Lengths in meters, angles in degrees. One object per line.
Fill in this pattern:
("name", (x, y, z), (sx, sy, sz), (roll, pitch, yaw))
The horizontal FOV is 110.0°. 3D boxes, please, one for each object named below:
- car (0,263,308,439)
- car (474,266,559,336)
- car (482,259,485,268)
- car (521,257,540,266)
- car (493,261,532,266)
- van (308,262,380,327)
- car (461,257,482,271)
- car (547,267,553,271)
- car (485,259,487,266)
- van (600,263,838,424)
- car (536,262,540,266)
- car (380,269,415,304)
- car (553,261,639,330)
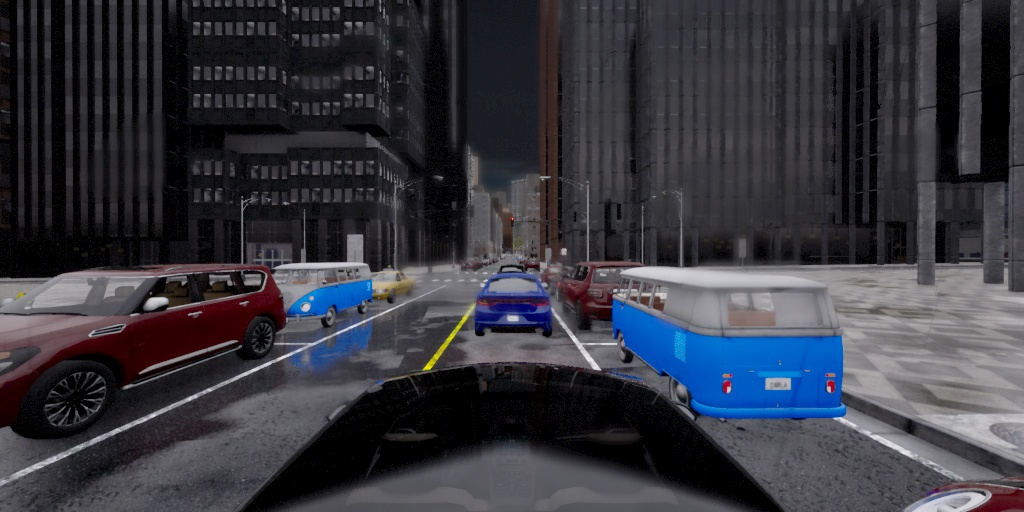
("car", (-5.765, 1.064, 5.584), (2.192, 1.841, 5.009), (0, 0, 0))
("car", (0.058, 1.227, 10.385), (1.882, 1.535, 5.008), (0, 0, 1))
("car", (-5.764, 1.089, 54.840), (2.192, 1.841, 5.009), (0, 0, 0))
("car", (2.762, 1.083, 49.188), (2.192, 1.841, 5.009), (0, 0, 0))
("car", (0.000, 1.256, 20.756), (1.837, 1.490, 4.892), (0, 0, 0))
("van", (-5.765, 1.090, 11.109), (1.690, 1.789, 3.998), (0, 0, 0))
("car", (-5.764, 1.083, 49.197), (2.192, 1.841, 5.009), (0, 0, 0))
("car", (2.764, 1.301, 16.622), (2.007, 1.370, 4.403), (0, 0, 0))
("car", (-5.764, 1.347, 60.483), (1.948, 1.339, 4.313), (0, 0, 0))
("van", (2.766, 1.090, 5.571), (1.690, 1.789, 3.998), (0, 0, 0))
("car", (2.762, 1.297, 22.147), (1.888, 1.381, 4.507), (0, 0, 0))
("car", (-5.764, 1.276, 16.463), (1.751, 1.417, 4.829), (0, 0, 0))
("car", (2.765, 1.064, 11.097), (2.192, 1.841, 5.009), (0, 0, 0))
